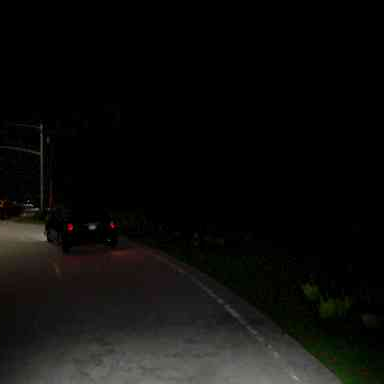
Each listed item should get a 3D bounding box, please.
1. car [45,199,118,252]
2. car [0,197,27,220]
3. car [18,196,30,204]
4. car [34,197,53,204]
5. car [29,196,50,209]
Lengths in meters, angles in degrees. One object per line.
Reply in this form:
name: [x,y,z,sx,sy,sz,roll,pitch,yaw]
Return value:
car: [-4.845,1.346,14.211,2.097,1.767,4.553,0,0,-32]
car: [-16.352,1.487,28.597,1.882,1.535,5.008,-2,1,-7]
car: [-29.261,1.504,59.766,1.837,1.490,4.892,0,1,-40]
car: [-28.985,1.585,64.782,1.895,1.301,4.718,0,0,-43]
car: [-20.672,1.533,46.116,2.033,1.411,5.357,0,0,-18]
